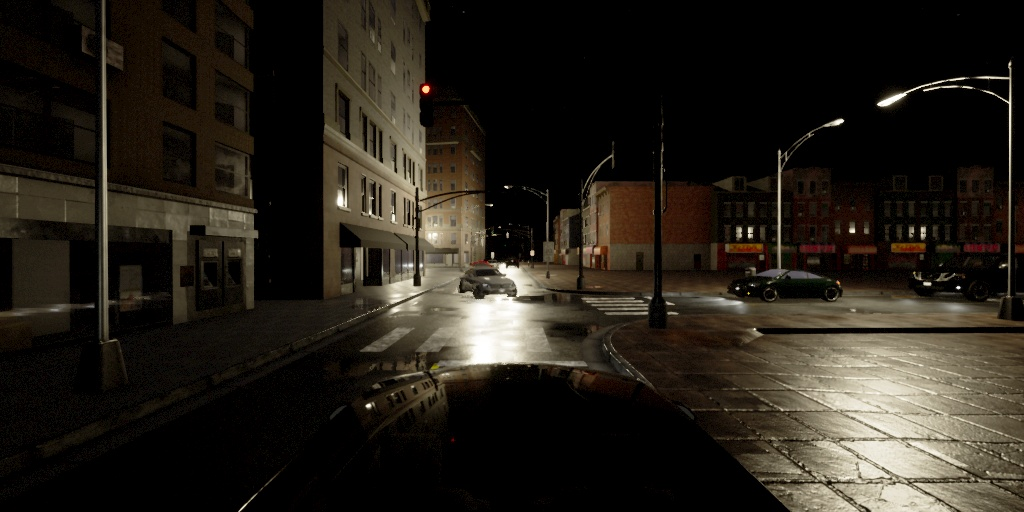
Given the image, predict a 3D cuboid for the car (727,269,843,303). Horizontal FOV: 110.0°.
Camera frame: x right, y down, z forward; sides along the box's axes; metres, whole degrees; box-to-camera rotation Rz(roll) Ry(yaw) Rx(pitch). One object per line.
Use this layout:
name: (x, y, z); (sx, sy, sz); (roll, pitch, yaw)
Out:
car: (12.042, 1.261, 15.988); (4.181, 1.385, 1.994); (0, 0, 0)

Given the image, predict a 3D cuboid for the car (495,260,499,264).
car: (-2.781, 1.286, 50.328); (1.812, 1.442, 4.674); (0, 0, 0)

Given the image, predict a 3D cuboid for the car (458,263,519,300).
car: (-1.393, 1.275, 18.071); (1.812, 1.442, 4.674); (0, 0, -24)

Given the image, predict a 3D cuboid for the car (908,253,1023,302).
car: (21.320, 0.884, 16.038); (5.566, 2.045, 2.150); (0, 0, 0)

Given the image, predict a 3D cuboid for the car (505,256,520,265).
car: (0.078, 0.990, 59.822); (2.150, 2.045, 5.566); (0, 0, 0)

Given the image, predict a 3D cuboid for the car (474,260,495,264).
car: (-2.855, 1.231, 32.746); (1.882, 1.535, 5.008); (0, 0, 0)
